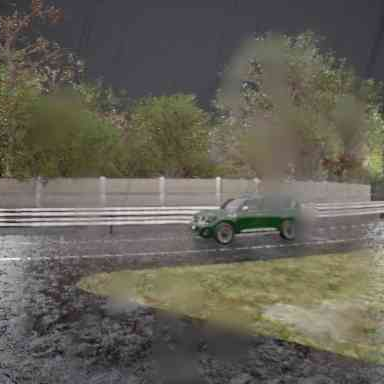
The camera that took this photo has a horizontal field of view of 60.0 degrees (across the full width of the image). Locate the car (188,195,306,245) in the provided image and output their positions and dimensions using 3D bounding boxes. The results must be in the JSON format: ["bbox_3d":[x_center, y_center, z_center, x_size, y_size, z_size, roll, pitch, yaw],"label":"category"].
[{"bbox_3d":[2.622,1.174,15.464,5.566,2.045,2.150,0,0,-21],"label":"car"}]
